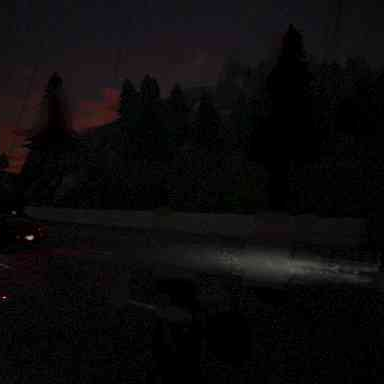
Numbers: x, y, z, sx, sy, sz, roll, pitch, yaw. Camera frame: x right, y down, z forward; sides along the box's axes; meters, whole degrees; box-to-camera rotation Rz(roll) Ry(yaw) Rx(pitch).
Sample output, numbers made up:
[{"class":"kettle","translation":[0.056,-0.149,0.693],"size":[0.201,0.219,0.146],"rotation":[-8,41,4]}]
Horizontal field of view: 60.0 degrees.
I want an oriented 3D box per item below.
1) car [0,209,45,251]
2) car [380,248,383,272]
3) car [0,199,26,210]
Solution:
[{"class":"car","translation":[-8.495,1.748,15.341],"size":[4.674,1.442,1.812],"rotation":[-1,0,41]},{"class":"car","translation":[7.101,1.492,7.578],"size":[4.902,1.511,2.128],"rotation":[-1,-1,35]},{"class":"car","translation":[-14.687,1.600,25.667],"size":[5.566,2.045,2.150],"rotation":[-1,0,45]}]
